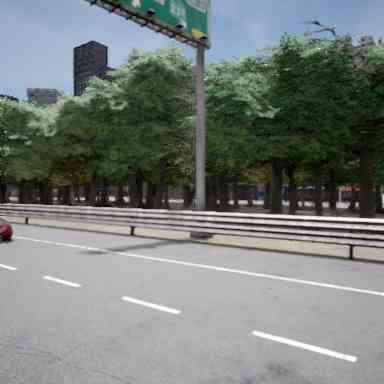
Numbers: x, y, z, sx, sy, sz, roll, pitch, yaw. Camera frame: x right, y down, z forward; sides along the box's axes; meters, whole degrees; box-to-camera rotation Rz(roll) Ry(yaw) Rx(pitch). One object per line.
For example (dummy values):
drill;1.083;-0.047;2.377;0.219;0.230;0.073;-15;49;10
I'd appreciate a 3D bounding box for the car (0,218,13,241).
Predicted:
car;-10.147;1.566;15.412;4.181;1.385;1.994;0;0;36
